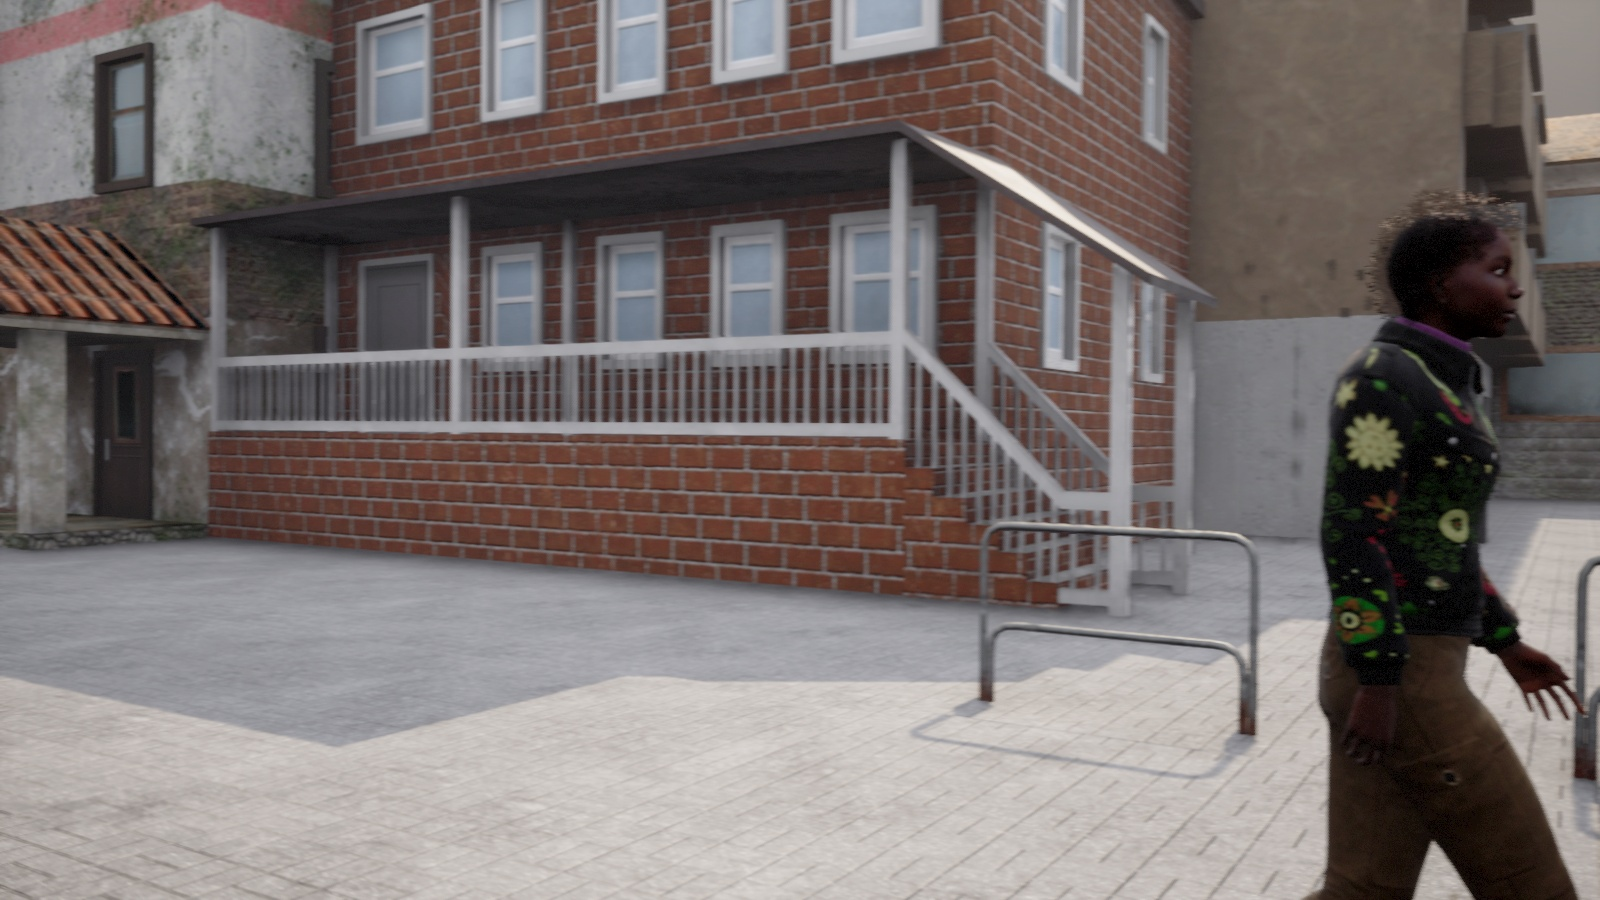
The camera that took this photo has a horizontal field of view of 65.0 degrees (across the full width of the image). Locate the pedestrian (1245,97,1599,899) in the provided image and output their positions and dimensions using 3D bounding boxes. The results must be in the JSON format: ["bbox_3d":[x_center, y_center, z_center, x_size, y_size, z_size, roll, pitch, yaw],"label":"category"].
[{"bbox_3d":[1.212,0.398,2.288,0.692,1.930,0.395,0,1,29],"label":"pedestrian"}]
